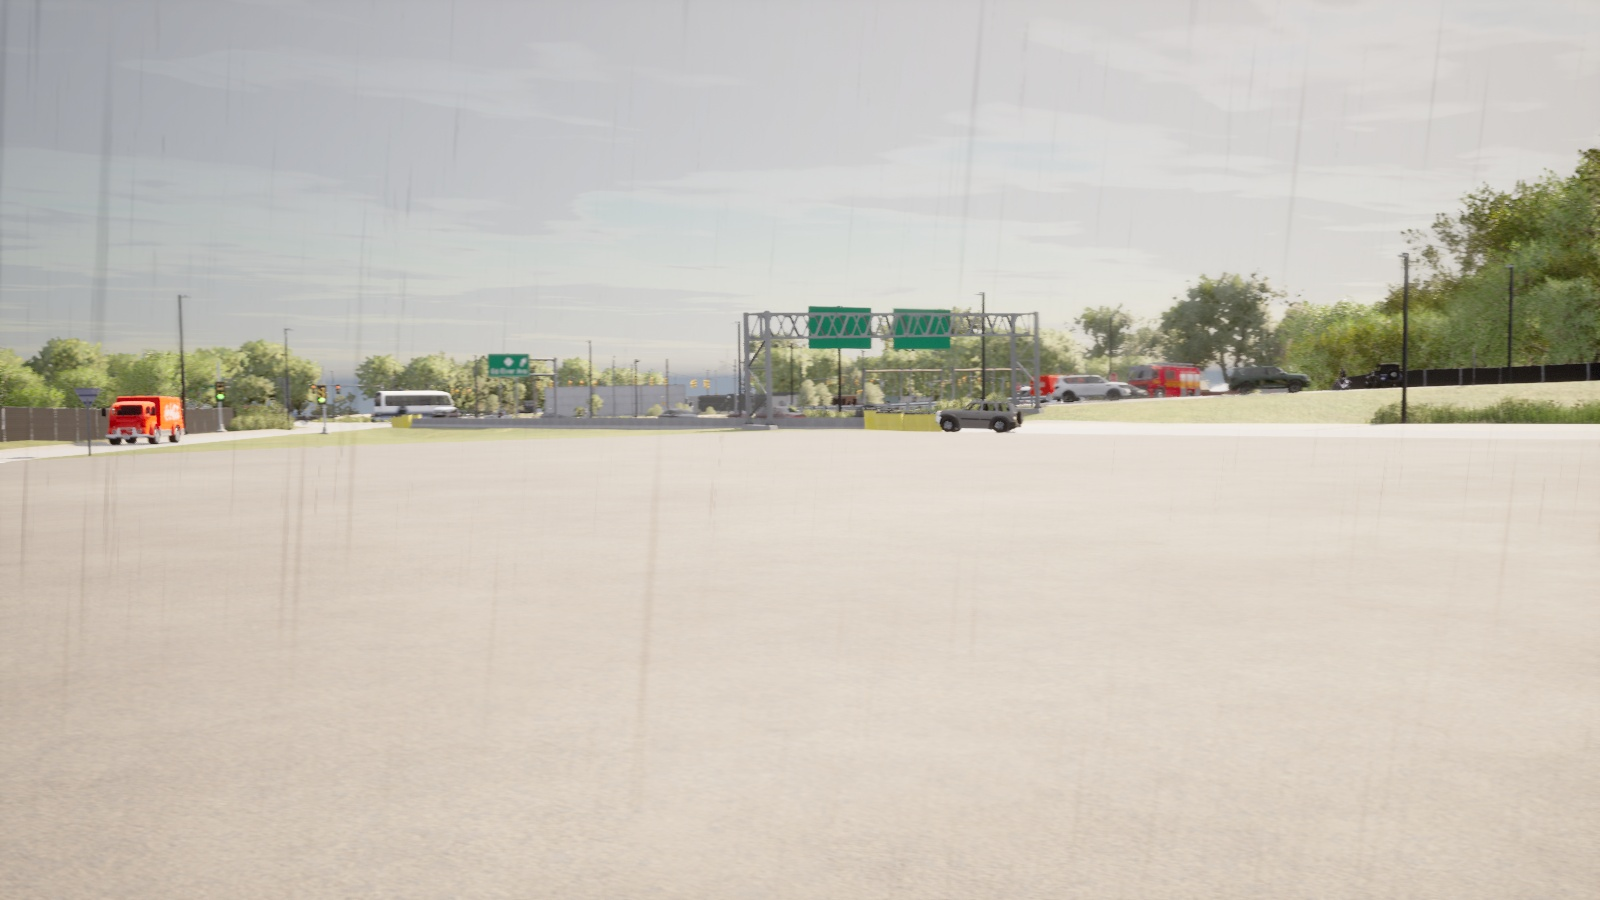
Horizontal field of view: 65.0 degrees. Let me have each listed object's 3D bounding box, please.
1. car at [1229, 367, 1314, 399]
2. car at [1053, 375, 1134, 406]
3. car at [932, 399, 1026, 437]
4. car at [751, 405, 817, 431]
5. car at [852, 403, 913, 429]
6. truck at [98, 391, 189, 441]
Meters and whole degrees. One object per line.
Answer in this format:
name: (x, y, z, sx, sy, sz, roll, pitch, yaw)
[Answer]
car: (33.737, -4.764, 89.961, 5.566, 2.045, 2.150, -2, 2, 18)
car: (21.962, -4.455, 93.908, 5.566, 2.045, 2.150, -1, 3, 21)
car: (9.641, -1.722, 67.763, 4.605, 1.855, 1.932, 3, 1, 21)
car: (-1.139, -2.213, 85.951, 2.033, 1.649, 4.856, -3, 3, -37)
car: (5.415, -2.243, 83.007, 1.851, 1.617, 3.988, -3, 3, -37)
truck: (-33.703, -1.774, 64.632, 2.627, 2.467, 5.204, -1, 2, -10)
